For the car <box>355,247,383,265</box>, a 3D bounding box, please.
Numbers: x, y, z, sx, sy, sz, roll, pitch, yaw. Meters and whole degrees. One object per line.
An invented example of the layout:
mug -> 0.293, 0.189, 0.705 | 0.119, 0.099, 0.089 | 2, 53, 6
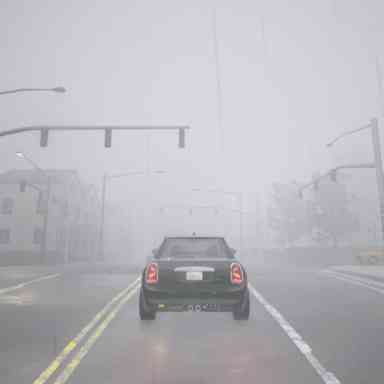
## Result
car -> 16.429, 5.353, 28.070 | 5.008, 1.535, 1.882 | 0, -11, 1

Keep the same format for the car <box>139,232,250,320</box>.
car -> 0.051, 1.804, 8.214 | 2.097, 1.767, 4.553 | 0, -7, 0

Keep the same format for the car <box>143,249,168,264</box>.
car -> -3.691, 6.742, 34.612 | 2.033, 1.411, 5.357 | 0, -11, -1

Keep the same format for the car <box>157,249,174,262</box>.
car -> -3.716, 9.263, 48.265 | 2.097, 1.767, 4.553 | 0, -11, 0
